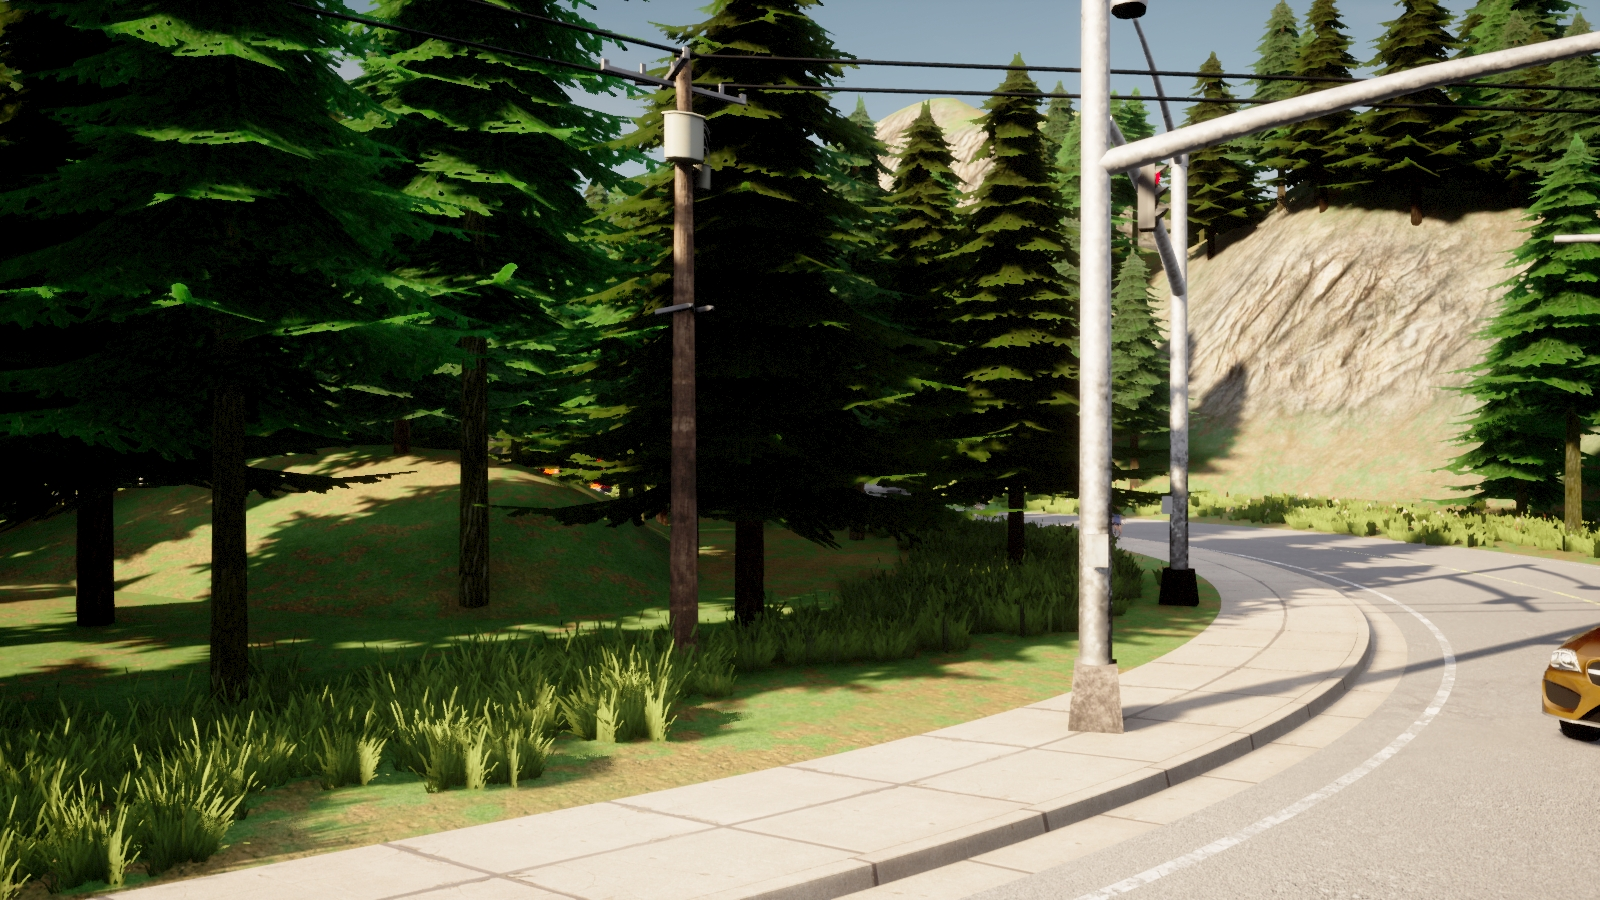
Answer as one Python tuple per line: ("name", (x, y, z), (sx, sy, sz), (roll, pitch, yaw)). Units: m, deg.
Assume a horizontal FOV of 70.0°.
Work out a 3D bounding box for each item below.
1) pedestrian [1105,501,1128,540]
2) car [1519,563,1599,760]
("pedestrian", (9.255, 2.049, 33.396), (0.500, 1.100, 0.500), (0, 0, -3))
("car", (9.577, 1.970, 11.147), (5.027, 1.651, 2.152), (0, 0, -29))
